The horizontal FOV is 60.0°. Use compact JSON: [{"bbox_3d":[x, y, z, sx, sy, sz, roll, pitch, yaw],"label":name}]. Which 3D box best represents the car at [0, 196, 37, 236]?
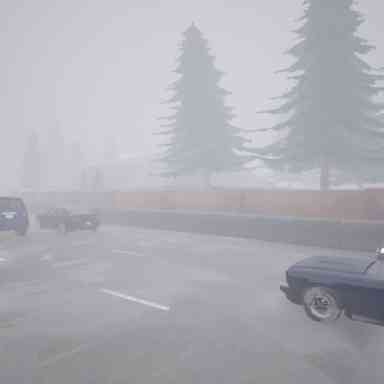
[{"bbox_3d":[-10.537,1.253,17.485,5.566,2.045,2.150,0,0,43],"label":"car"}]

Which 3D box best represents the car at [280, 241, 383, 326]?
[{"bbox_3d":[3.971,1.618,5.521,4.718,1.301,1.895,0,0,36],"label":"car"}]

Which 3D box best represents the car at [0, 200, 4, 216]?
[{"bbox_3d":[-20.534,1.549,33.238,2.128,1.511,4.902,0,0,-40],"label":"car"}]

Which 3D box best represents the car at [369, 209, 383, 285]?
[{"bbox_3d":[6.854,1.378,7.797,4.553,1.767,2.097,0,0,35],"label":"car"}]

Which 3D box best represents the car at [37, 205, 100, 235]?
[{"bbox_3d":[-7.297,1.516,19.271,5.008,1.535,1.882,0,0,42],"label":"car"}]
